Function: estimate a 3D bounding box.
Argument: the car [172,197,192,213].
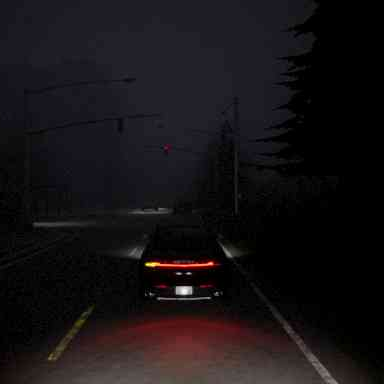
[{"bbox_3d":[-1.027,1.476,34.471,1.882,1.535,5.008,0,0,-2],"label":"car"}]

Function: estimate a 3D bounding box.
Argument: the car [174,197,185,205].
[{"bbox_3d":[-2.273,1.561,61.295,1.994,1.385,4.181,0,0,-2],"label":"car"}]

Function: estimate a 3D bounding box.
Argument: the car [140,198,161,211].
[{"bbox_3d":[-5.137,1.524,40.655,1.812,1.442,4.674,0,0,-3],"label":"car"}]

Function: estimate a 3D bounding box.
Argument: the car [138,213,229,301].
[{"bbox_3d":[-0.218,1.504,8.343,1.837,1.490,4.892,0,0,-2],"label":"car"}]
